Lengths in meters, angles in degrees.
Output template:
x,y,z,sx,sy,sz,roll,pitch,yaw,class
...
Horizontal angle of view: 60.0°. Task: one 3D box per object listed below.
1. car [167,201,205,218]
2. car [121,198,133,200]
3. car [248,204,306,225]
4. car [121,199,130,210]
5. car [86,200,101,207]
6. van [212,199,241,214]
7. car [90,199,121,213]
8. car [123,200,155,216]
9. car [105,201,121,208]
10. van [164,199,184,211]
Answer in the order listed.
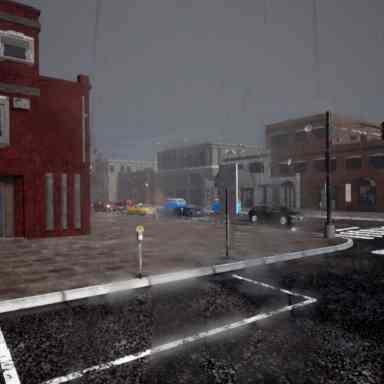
x,y,z,sx,sy,sz,roll,pitch,yaw,class
-0.449,1.979,36.030,1.994,1.385,4.181,-1,0,-36,car
-12.640,2.084,62.530,2.192,1.841,5.009,-2,0,-36,car
6.608,1.749,26.353,1.837,1.490,4.892,-1,0,-36,car
-12.009,2.202,51.998,1.837,1.490,4.892,-1,-1,-36,car
-22.640,2.594,76.246,1.802,1.307,4.206,-2,0,-36,car
4.040,1.707,39.672,1.690,1.788,3.998,-2,0,-36,van
-12.735,2.000,48.501,2.192,1.841,5.009,-2,0,-36,car
-5.958,2.047,39.221,1.752,1.417,4.829,-2,0,-36,car
-15.968,2.432,67.102,1.802,1.307,4.206,-2,0,-36,car
-2.631,1.868,48.814,1.690,1.788,3.998,-2,0,-36,van
